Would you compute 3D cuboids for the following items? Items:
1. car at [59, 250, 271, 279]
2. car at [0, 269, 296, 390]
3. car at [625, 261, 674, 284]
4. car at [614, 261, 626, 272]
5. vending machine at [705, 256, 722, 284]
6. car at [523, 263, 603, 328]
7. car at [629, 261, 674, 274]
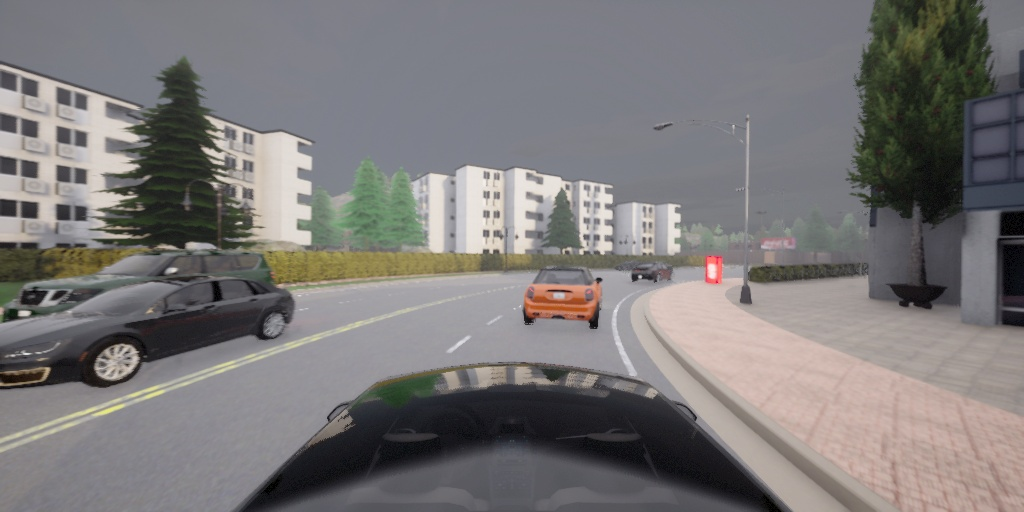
[{"bbox_3d":[-9.569,0.845,10.149,2.150,2.045,5.566,0,0,12],"label":"car"},{"bbox_3d":[-6.513,1.171,6.907,1.837,1.490,4.892,0,0,9],"label":"car"},{"bbox_3d":[10.755,1.233,27.322,1.837,1.490,4.892,0,0,42],"label":"car"},{"bbox_3d":[14.532,1.249,43.989,4.181,1.385,1.994,0,0,-33],"label":"car"},{"bbox_3d":[13.809,0.965,24.578,1.100,2.100,0.880,0,0,43],"label":"vending machine"},{"bbox_3d":[1.803,1.072,11.596,2.097,1.767,4.553,1,0,15],"label":"car"},{"bbox_3d":[15.887,1.260,40.717,5.357,1.411,2.033,0,0,-33],"label":"car"}]
